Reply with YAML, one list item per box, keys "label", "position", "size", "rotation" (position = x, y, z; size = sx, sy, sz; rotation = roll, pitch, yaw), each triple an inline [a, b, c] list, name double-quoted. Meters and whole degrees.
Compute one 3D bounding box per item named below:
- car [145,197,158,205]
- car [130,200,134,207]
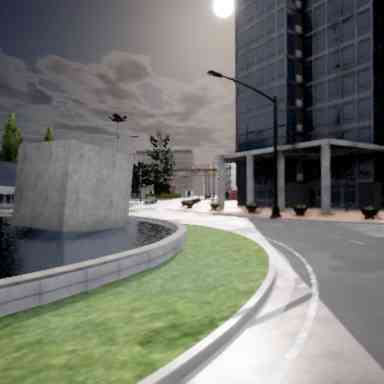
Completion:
- label: "car"
  position: [-8.214, 1.741, 67.576]
  size: [2.128, 1.511, 4.902]
  rotation: [0, 0, 7]
- label: "car"
  position: [-10.546, 1.742, 51.870]
  size: [1.812, 1.442, 4.674]
  rotation: [0, 0, 12]
